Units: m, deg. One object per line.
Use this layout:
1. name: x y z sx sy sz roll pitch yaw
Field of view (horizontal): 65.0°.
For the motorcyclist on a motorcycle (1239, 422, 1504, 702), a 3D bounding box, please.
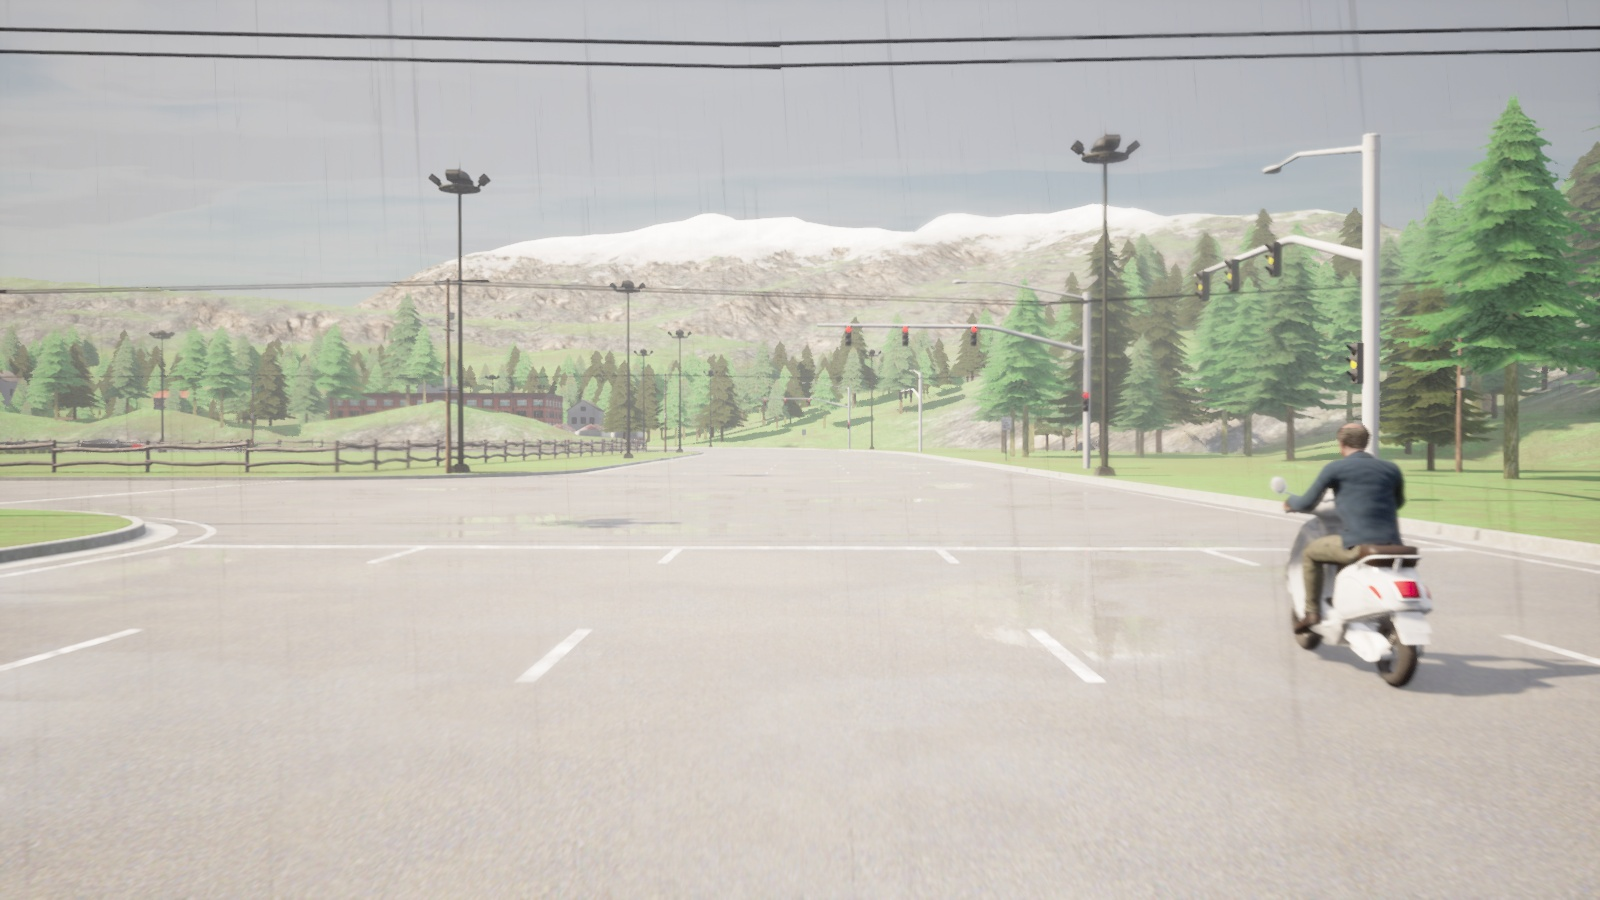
1. motorcyclist on a motorcycle: 3.559 0.627 8.028 0.866 1.590 1.817 0 1 0
